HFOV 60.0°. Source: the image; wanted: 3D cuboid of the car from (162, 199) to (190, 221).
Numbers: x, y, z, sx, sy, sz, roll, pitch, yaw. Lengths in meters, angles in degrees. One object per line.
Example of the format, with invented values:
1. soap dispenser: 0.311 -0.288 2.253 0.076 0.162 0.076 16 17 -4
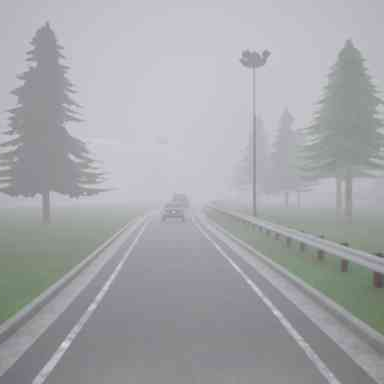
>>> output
1. car: -1.486 1.554 27.358 2.033 1.411 5.357 0 0 -2

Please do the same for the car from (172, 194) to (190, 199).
1. car: -1.471 1.230 43.700 2.150 2.045 5.566 0 0 3
